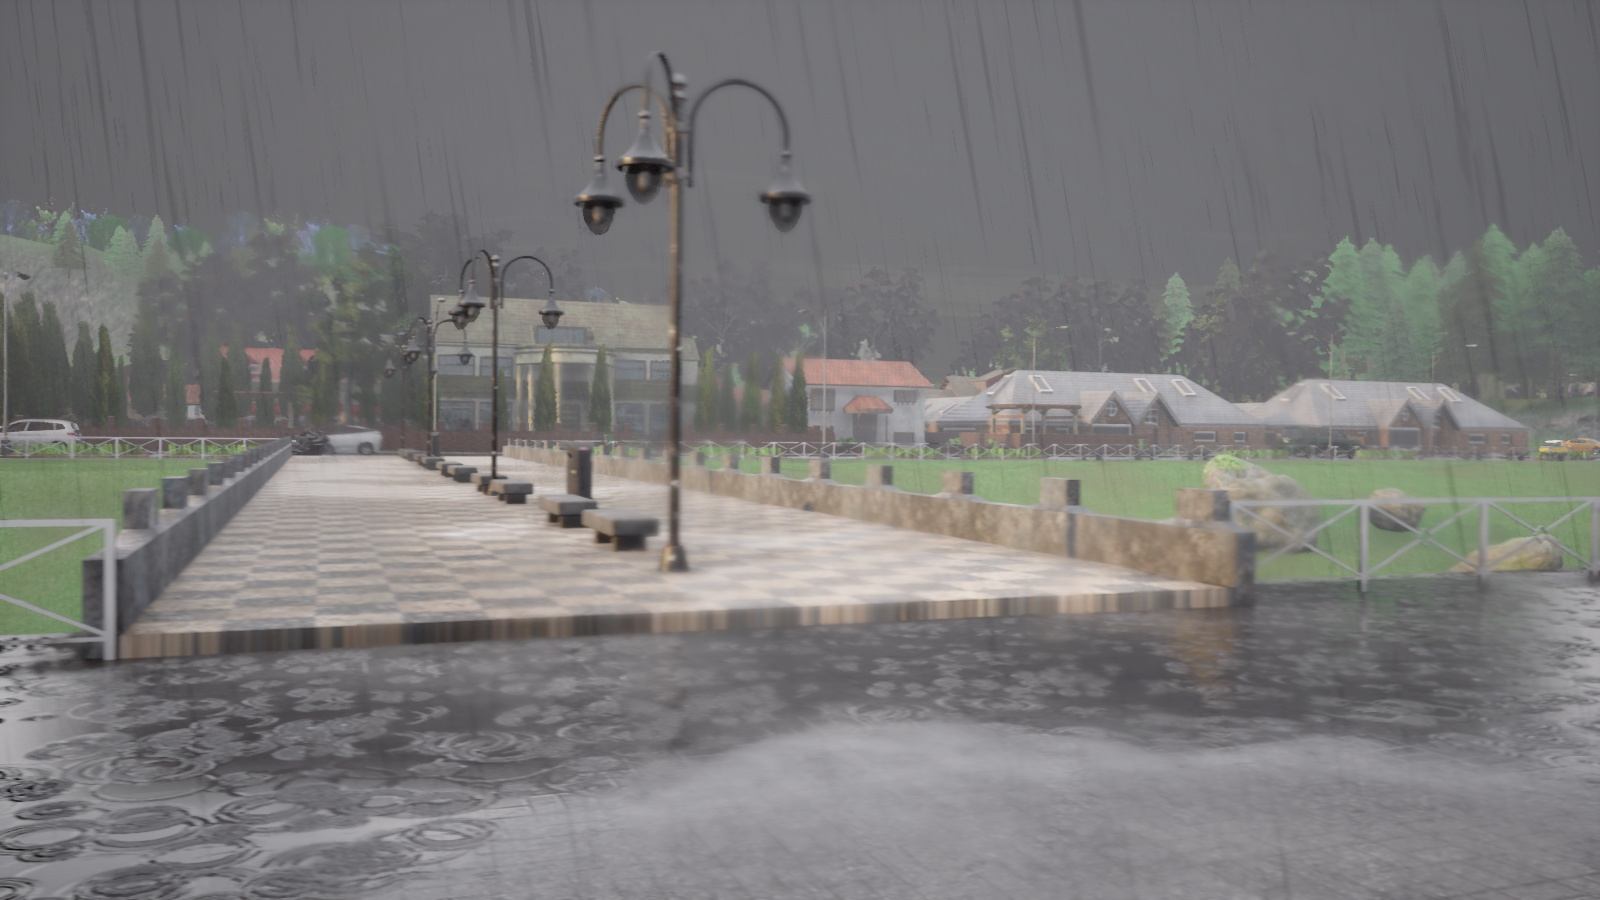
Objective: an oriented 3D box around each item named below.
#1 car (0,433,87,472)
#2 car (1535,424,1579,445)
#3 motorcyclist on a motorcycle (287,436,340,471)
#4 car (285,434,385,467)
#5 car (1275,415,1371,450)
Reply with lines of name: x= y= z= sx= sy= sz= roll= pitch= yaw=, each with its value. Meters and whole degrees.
car: x=-34.900 y=0.100 z=56.499 sx=4.611 sy=1.667 sz=2.242 roll=-1 pitch=1 yaw=-21
car: x=51.129 y=-1.081 z=84.864 sx=2.207 sy=1.376 sz=1.481 roll=-1 pitch=1 yaw=-21
motorcyclist on a motorcycle: x=-22.095 y=0.143 z=57.081 sx=2.191 sy=1.530 sz=0.866 roll=-1 pitch=1 yaw=-21
car: x=-22.622 y=-0.006 z=61.159 sx=4.514 sy=1.525 sz=2.007 roll=-1 pitch=1 yaw=-21
car: x=32.377 y=-1.098 z=77.745 sx=5.566 sy=2.045 sz=2.150 roll=-1 pitch=1 yaw=-21
